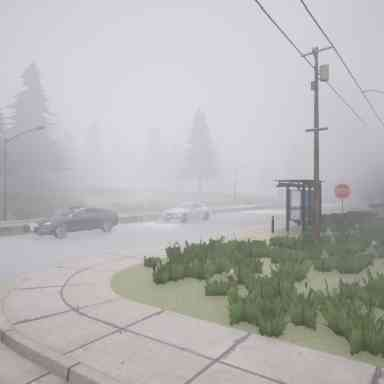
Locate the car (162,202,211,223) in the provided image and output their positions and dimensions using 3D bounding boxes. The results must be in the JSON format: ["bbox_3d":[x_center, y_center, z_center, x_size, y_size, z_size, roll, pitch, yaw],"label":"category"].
[{"bbox_3d":[-0.311,1.526,25.839,1.812,1.442,4.674,0,0,36],"label":"car"}]

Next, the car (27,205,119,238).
[{"bbox_3d":[-6.157,1.491,17.766,2.128,1.511,4.902,0,0,36],"label":"car"}]

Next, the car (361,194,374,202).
[{"bbox_3d":[40.426,1.355,76.462,2.097,1.767,4.553,0,0,36],"label":"car"}]
